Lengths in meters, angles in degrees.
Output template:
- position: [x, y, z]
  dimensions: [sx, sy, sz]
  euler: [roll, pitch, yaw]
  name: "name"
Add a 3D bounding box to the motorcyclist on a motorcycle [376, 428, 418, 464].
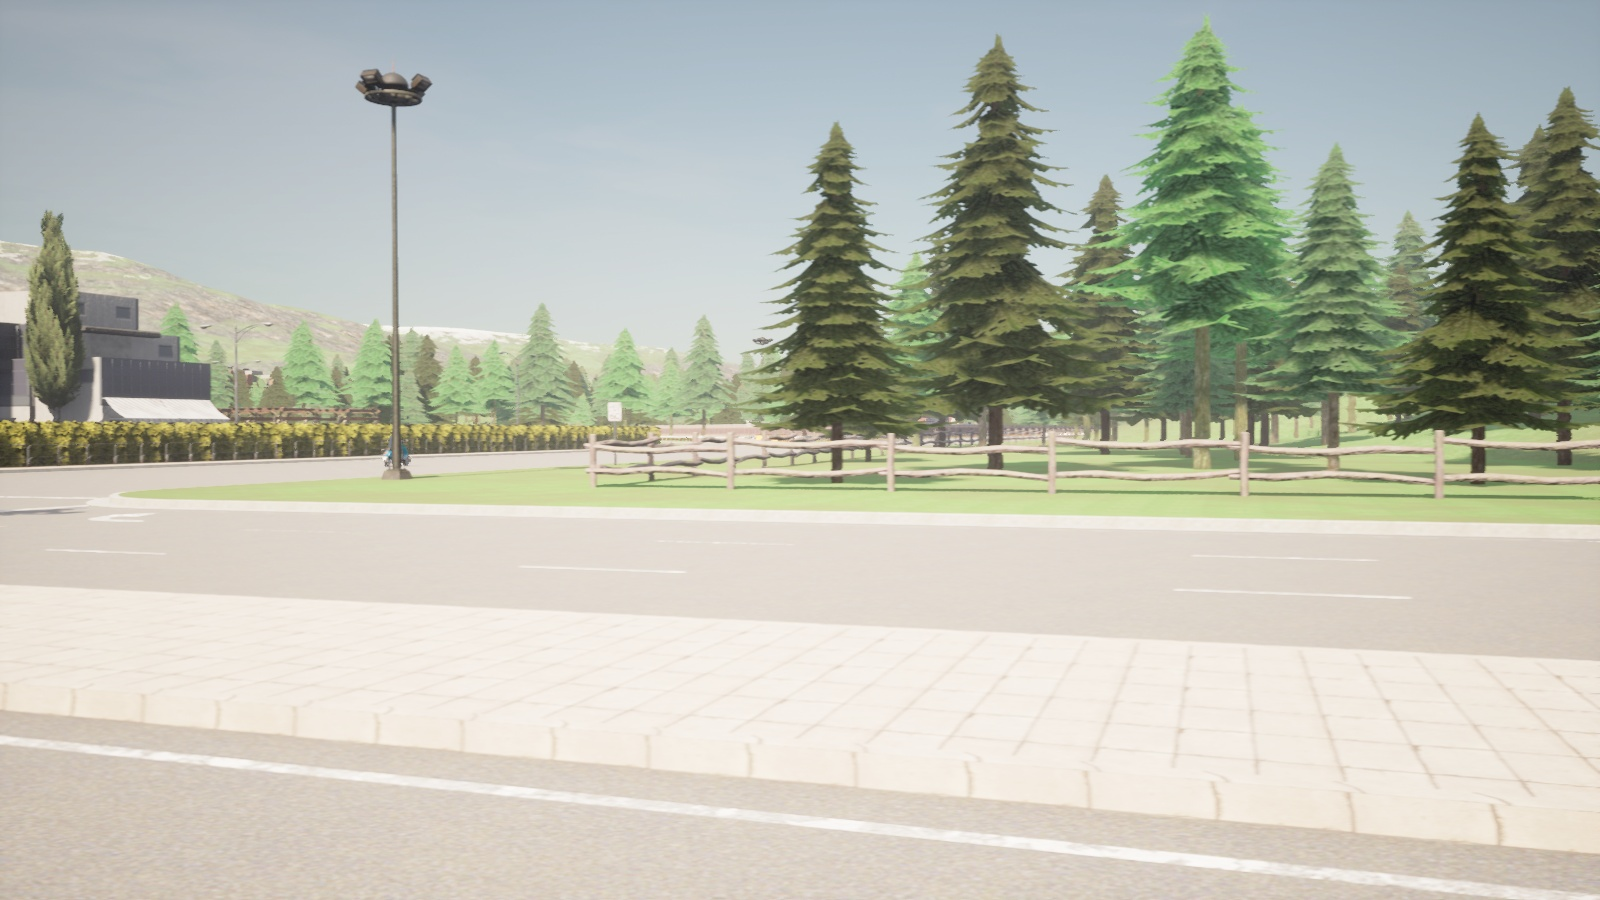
- position: [-17.944, -0.185, 55.992]
  dimensions: [0.866, 1.590, 1.817]
  euler: [1, 1, 20]
  name: "motorcyclist on a motorcycle"
